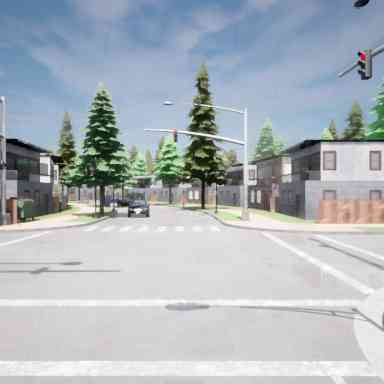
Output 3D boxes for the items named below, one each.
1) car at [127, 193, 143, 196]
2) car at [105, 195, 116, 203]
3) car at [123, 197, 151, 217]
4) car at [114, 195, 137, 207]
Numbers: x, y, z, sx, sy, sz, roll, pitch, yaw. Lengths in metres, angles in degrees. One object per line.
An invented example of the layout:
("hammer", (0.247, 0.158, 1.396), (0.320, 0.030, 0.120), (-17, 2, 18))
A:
("car", (-10.401, 1.187, 58.418), (2.150, 2.045, 5.566), (0, 0, -36))
("car", (-16.518, 1.318, 66.760), (2.097, 1.767, 4.553), (0, 0, -45))
("car", (-4.844, 1.457, 30.545), (2.128, 1.511, 4.902), (0, 0, -7))
("car", (-9.849, 1.566, 49.292), (1.895, 1.301, 4.718), (0, 0, -24))
